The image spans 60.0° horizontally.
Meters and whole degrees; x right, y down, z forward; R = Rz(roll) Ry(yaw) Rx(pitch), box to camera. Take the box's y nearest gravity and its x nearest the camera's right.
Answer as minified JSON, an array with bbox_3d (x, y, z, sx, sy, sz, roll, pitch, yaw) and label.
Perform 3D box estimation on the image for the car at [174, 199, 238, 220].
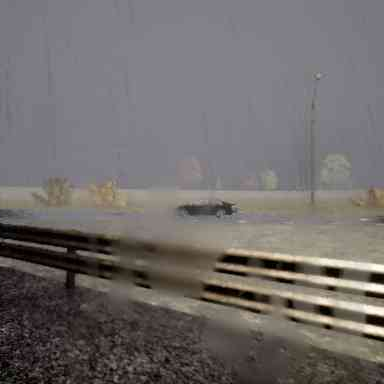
[{"bbox_3d":[1.030,1.263,25.251,4.902,1.511,2.128,0,0,16],"label":"car"}]
